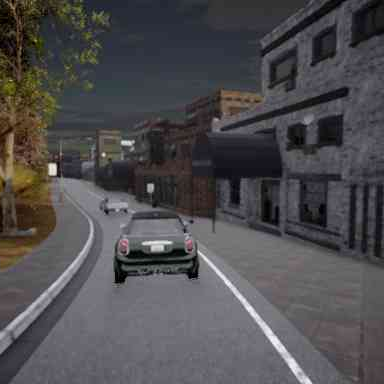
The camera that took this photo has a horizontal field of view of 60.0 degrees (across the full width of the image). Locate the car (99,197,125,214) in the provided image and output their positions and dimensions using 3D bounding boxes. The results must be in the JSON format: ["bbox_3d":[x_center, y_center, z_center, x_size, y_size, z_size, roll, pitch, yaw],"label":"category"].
[{"bbox_3d":[-7.002,1.090,29.389,1.895,1.301,4.718,-2,3,-23],"label":"car"}]

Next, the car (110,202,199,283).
[{"bbox_3d":[-1.134,1.346,10.003,2.097,1.767,4.553,-1,0,-8],"label":"car"}]
